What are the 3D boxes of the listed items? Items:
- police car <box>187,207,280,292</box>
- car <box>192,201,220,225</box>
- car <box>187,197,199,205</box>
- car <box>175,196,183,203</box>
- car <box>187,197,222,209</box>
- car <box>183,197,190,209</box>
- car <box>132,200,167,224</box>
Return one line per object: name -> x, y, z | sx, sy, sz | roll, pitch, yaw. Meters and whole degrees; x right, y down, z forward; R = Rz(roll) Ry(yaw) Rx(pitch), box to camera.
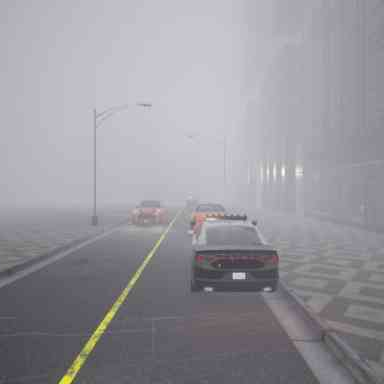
police car -> 0.917, 1.427, 9.045 | 1.930, 1.638, 5.238 | 0, 0, 0
car -> 0.953, 1.496, 24.936 | 1.882, 1.535, 5.008 | 0, 0, 0
car -> 0.131, 1.601, 60.397 | 2.128, 1.511, 4.902 | 0, 0, 0
car -> -2.837, 1.645, 74.318 | 2.128, 1.511, 4.902 | 0, 0, 0
car -> 0.938, 1.361, 18.906 | 2.097, 1.767, 4.553 | 0, 0, 0
car -> 0.113, 1.667, 46.539 | 1.895, 1.301, 4.718 | 0, 0, 1
car -> -3.047, 1.369, 24.474 | 2.097, 1.767, 4.553 | 0, 0, 0
